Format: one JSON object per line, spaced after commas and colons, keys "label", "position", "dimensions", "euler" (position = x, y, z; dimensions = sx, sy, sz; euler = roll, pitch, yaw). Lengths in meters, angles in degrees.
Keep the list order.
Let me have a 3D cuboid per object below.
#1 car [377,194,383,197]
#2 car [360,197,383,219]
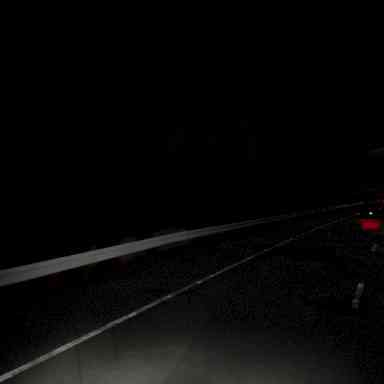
{"label": "car", "position": [22.295, 1.221, 38.000], "dimensions": [2.150, 2.045, 5.566], "euler": [0, 0, 36]}
{"label": "car", "position": [16.200, 1.505, 29.493], "dimensions": [1.837, 1.490, 4.892], "euler": [0, 0, 35]}
